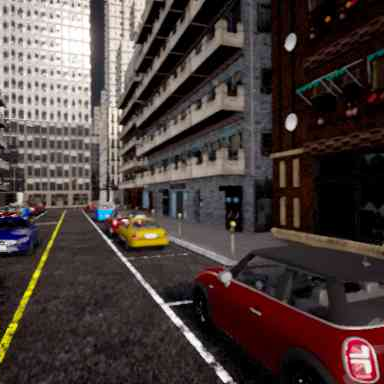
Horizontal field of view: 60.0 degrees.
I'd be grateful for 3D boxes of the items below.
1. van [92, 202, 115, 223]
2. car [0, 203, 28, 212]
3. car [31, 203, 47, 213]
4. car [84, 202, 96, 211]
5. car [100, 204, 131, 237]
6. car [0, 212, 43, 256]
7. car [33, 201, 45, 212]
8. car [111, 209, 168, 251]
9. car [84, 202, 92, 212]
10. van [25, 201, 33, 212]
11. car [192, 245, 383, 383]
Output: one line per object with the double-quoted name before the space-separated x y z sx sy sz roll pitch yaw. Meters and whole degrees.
"van" -8.044 1.833 30.855 1.690 1.788 3.998 -1 -1 -20
"car" -15.442 1.995 28.145 1.967 1.590 4.097 -1 -1 -20
"car" -24.908 2.544 54.220 1.887 1.381 4.507 -1 -1 -20
"car" -17.566 2.465 57.089 1.752 1.417 4.829 -1 -1 -20
"car" -4.255 1.753 20.423 1.967 1.590 4.097 -1 -1 -20
"car" -7.633 1.805 14.192 1.812 1.442 4.674 0 -1 -20
"car" -21.126 2.136 43.792 2.192 1.841 5.009 -1 -1 -20
"car" -2.417 1.751 15.367 1.752 1.417 4.829 -1 -1 -20
"car" -15.614 2.393 51.714 1.887 1.381 4.507 -1 -1 -20
"van" -17.338 1.985 33.361 1.690 1.788 3.998 -1 -1 -20
"car" 1.426 1.483 4.778 1.967 1.590 4.097 -1 -1 -20
